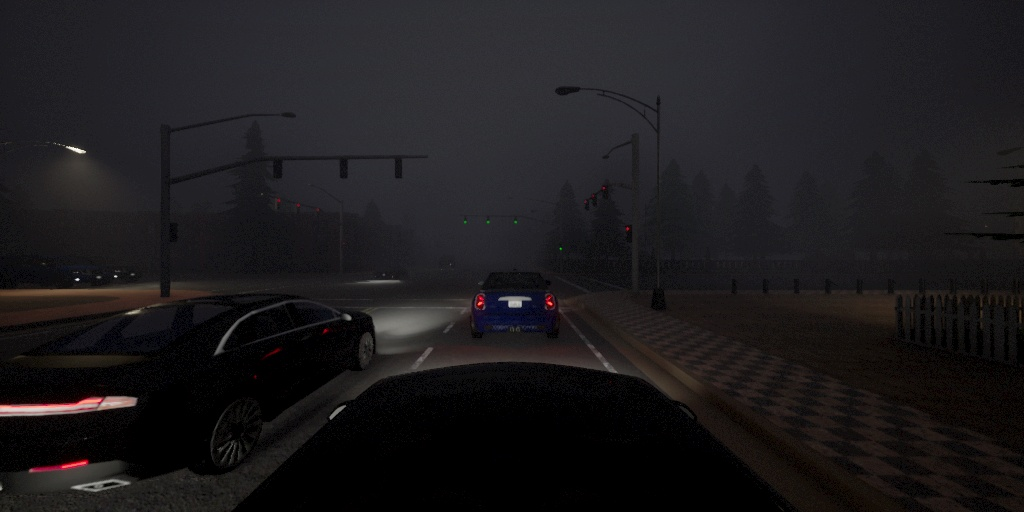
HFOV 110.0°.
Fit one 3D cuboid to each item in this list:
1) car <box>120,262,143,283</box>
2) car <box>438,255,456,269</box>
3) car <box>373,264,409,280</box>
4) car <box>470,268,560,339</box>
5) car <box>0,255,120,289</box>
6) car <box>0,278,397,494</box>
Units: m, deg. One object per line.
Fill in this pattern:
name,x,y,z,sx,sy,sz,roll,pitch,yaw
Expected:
car,-30.239,0.980,25.875,5.566,2.045,2.150,0,0,-2
car,-10.525,0.881,58.667,2.150,2.045,5.566,0,0,0
car,-10.514,1.355,31.392,1.994,1.385,4.181,0,0,0
car,0.077,1.105,10.213,2.097,1.767,4.553,0,0,0
car,-28.676,0.979,22.422,5.566,2.045,2.150,0,0,-1
car,-3.442,1.243,4.744,2.128,1.511,4.902,0,0,0
